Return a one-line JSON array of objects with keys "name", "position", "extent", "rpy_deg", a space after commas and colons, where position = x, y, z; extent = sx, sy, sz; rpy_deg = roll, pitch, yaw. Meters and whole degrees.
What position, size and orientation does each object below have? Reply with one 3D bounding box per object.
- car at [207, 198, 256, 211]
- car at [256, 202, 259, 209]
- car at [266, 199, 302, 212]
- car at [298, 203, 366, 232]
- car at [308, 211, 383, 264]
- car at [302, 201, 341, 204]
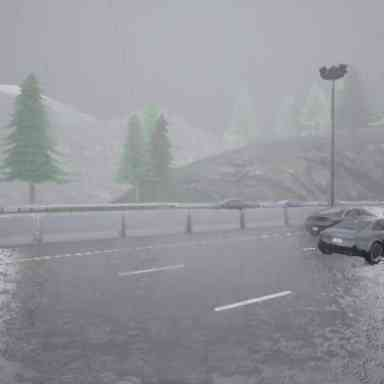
[{"name": "car", "position": [3.908, 1.431, 34.724], "extent": [4.892, 1.490, 1.837], "rpy_deg": [1, 0, -27]}, {"name": "car", "position": [5.931, 1.484, 39.648], "extent": [4.181, 1.385, 1.994], "rpy_deg": [0, 0, -26]}, {"name": "car", "position": [9.619, 1.476, 33.687], "extent": [4.674, 1.442, 1.812], "rpy_deg": [0, 0, -26]}, {"name": "car", "position": [7.866, 1.491, 16.756], "extent": [4.892, 1.490, 1.837], "rpy_deg": [0, 0, -30]}, {"name": "car", "position": [6.485, 1.557, 11.912], "extent": [4.181, 1.385, 1.994], "rpy_deg": [0, 0, -31]}, {"name": "car", "position": [12.912, 1.533, 31.367], "extent": [4.181, 1.385, 1.994], "rpy_deg": [0, 0, -25]}]
